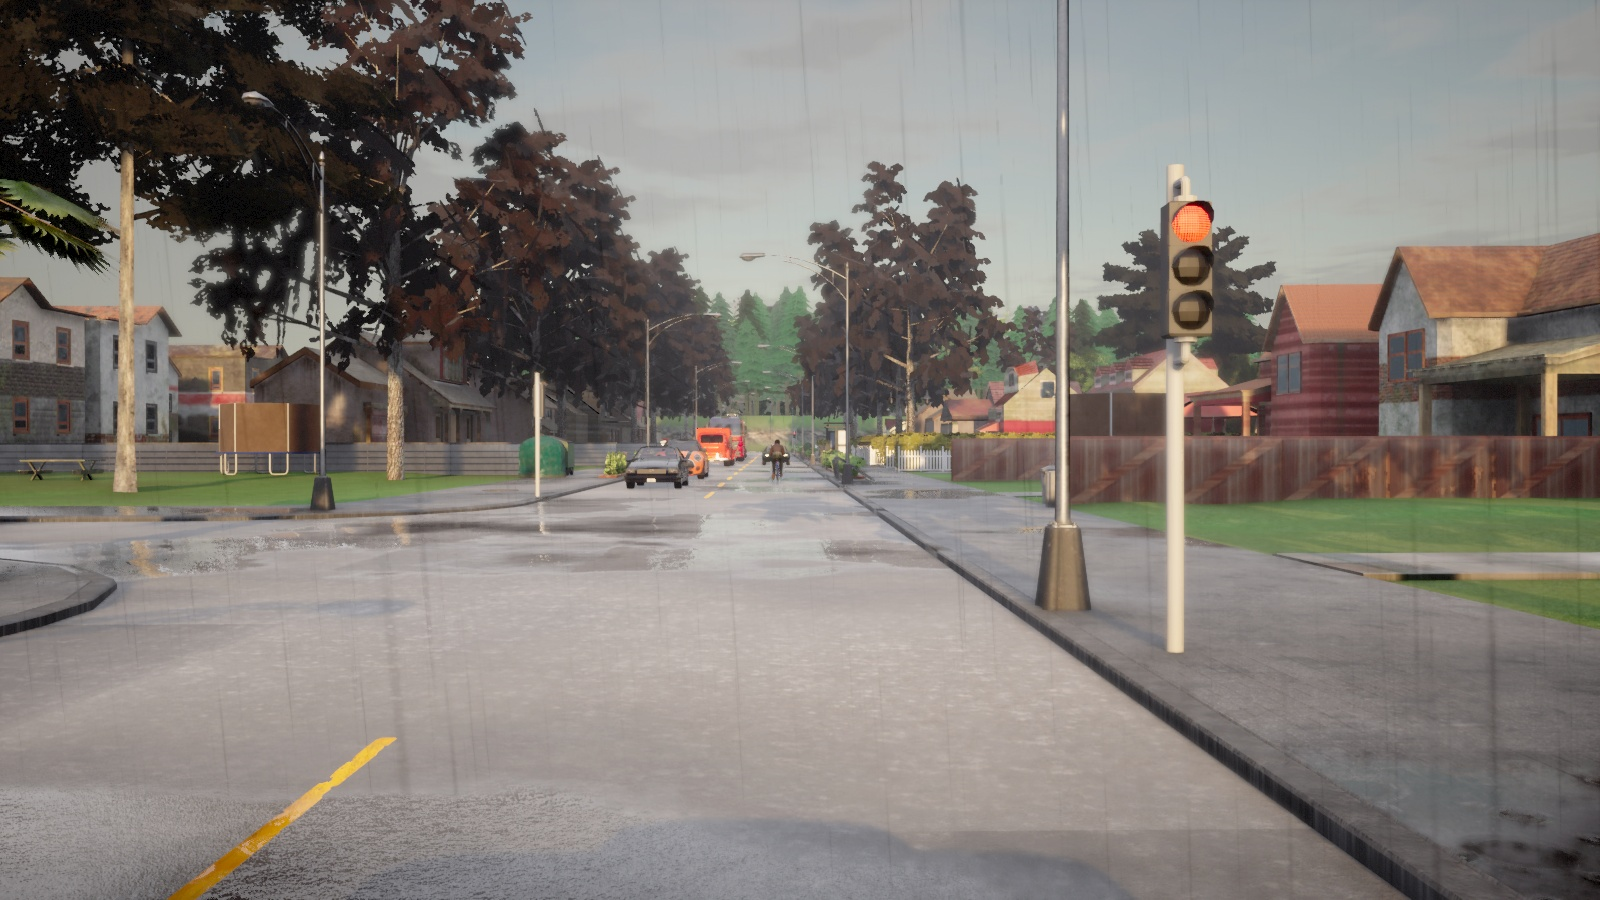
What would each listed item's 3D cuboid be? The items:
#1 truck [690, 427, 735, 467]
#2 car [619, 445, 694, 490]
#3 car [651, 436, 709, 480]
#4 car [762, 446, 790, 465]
[{"bbox_3d":[-5.529,-0.198,80.328,2.627,2.467,5.204,0,0,-1],"label":"truck"},{"bbox_3d":[-4.789,0.549,42.690,2.033,1.411,5.357,0,0,-1],"label":"car"},{"bbox_3d":[-4.985,0.303,52.843,2.097,1.767,4.553,0,0,-1],"label":"car"},{"bbox_3d":[-1.637,0.361,85.843,1.895,1.301,4.718,0,0,-1],"label":"car"}]
